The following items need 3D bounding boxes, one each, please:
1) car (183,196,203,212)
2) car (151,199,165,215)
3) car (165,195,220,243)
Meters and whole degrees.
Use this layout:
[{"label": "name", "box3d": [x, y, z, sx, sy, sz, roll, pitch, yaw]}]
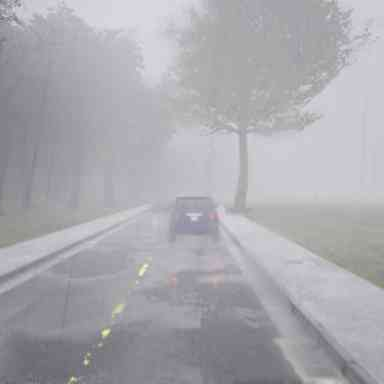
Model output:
[{"label": "car", "box3d": [0.104, 1.274, 36.645, 2.128, 1.511, 4.902, 0, 0, 0]}, {"label": "car", "box3d": [-2.746, 1.357, 32.073, 2.033, 1.411, 5.357, 0, 0, 0]}, {"label": "car", "box3d": [0.100, 1.127, 15.803, 2.150, 2.045, 5.566, 0, 0, 0]}]
